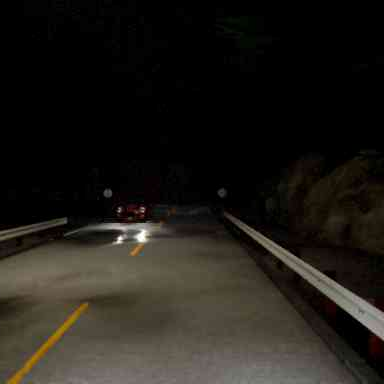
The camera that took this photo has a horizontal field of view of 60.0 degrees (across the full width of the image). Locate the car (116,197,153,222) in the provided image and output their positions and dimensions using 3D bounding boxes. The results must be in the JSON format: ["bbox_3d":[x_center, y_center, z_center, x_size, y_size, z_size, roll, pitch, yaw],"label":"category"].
[{"bbox_3d":[-4.141,1.182,24.493,2.097,1.767,4.553,0,0,0],"label":"car"}]
